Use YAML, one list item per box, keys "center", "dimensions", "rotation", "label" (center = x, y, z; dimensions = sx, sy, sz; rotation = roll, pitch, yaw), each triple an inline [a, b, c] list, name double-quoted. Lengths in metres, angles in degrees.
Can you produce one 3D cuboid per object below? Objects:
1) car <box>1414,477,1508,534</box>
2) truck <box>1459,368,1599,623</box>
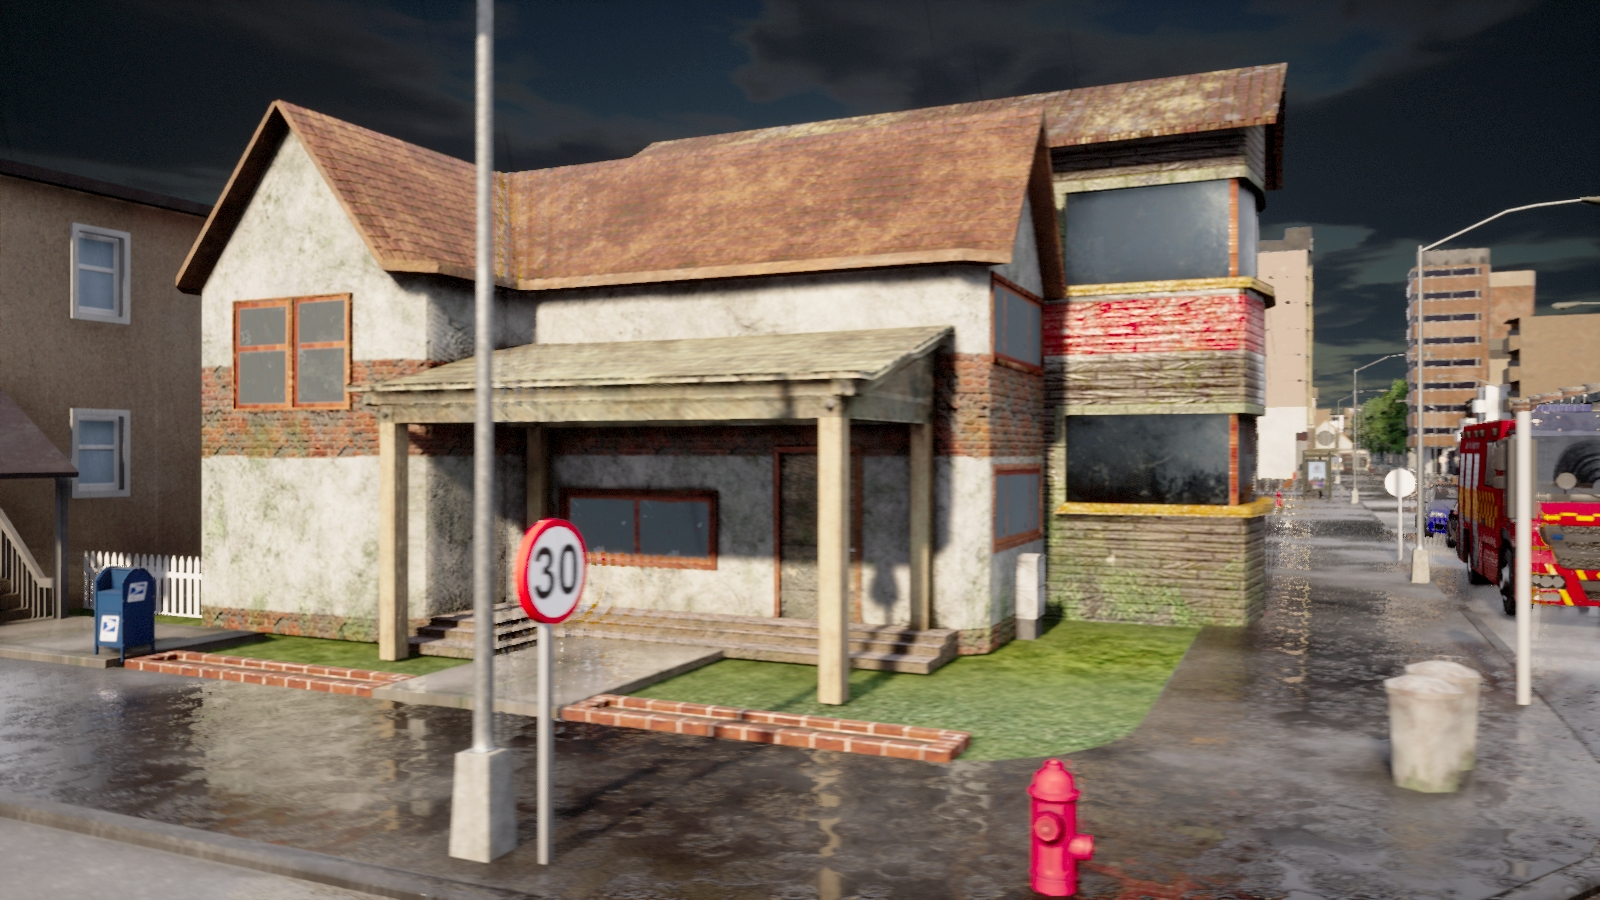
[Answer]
- center: [21.819, 1.782, 37.907]
  dimensions: [2.242, 1.667, 4.611]
  rotation: [0, 0, 24]
  label: "car"
- center: [14.190, 0.691, 20.868]
  dimensions: [2.891, 3.827, 8.468]
  rotation: [0, 0, 24]
  label: "truck"
